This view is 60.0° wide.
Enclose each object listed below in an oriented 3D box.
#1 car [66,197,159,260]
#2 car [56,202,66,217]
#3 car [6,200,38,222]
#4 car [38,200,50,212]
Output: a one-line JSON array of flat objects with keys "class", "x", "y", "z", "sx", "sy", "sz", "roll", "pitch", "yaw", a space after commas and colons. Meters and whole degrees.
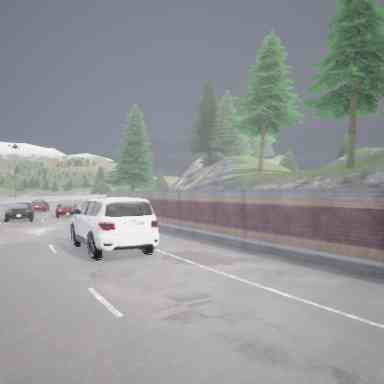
[{"class": "car", "x": -3.162, "y": 1.225, "z": 12.860, "sx": 2.150, "sy": 2.045, "sz": 5.566, "roll": 0, "pitch": 0, "yaw": -30}, {"class": "car", "x": -11.730, "y": 1.615, "z": 31.340, "sx": 1.895, "sy": 1.301, "sz": 4.718, "roll": 0, "pitch": 0, "yaw": -21}, {"class": "car", "x": -13.448, "y": 1.543, "z": 26.228, "sx": 1.812, "sy": 1.442, "sz": 4.674, "roll": 0, "pitch": 0, "yaw": -23}, {"class": "car", "x": -17.909, "y": 1.586, "z": 39.005, "sx": 1.994, "sy": 1.385, "sz": 4.181, "roll": 0, "pitch": 0, "yaw": -17}]
